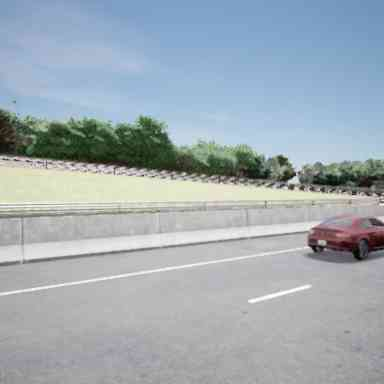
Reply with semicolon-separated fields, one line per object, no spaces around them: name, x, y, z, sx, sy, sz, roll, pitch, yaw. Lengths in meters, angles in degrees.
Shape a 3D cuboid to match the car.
car;6.277;1.577;12.583;4.674;1.442;1.812;1;-1;-35
